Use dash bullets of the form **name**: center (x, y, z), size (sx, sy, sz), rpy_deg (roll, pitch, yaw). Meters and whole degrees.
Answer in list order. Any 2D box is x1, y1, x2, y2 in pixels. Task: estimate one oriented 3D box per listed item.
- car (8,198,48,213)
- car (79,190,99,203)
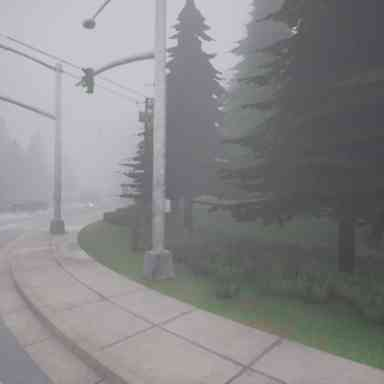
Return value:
- **car**: center (-15.226, 1.245, 31.097), size (1.895, 1.301, 4.718), rpy_deg (0, 0, -3)
- **car**: center (-16.379, 0.677, 53.239), size (2.150, 2.045, 5.566), rpy_deg (0, 0, -3)
